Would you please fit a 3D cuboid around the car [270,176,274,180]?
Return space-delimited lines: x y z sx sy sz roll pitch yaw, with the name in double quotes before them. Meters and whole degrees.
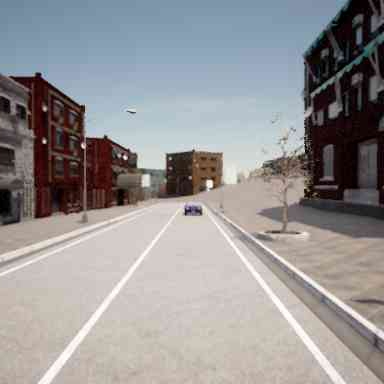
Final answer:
"car" 22.185 -3.577 86.929 2.002 1.452 4.674 0 1 -2

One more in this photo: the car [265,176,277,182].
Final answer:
"car" 21.957 -3.698 92.472 2.231 1.521 4.892 0 1 -1

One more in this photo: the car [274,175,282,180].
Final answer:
"car" 22.531 -3.531 81.392 2.097 1.535 5.008 0 1 -4

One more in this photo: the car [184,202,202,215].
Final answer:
"car" 0.135 1.694 35.934 1.895 1.301 4.718 0 0 0

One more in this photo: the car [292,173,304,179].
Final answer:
"car" 23.608 -3.327 70.194 2.163 1.488 4.792 0 1 -6

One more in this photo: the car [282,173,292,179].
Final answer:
"car" 22.994 -3.571 75.886 2.185 1.767 4.553 0 1 -5
